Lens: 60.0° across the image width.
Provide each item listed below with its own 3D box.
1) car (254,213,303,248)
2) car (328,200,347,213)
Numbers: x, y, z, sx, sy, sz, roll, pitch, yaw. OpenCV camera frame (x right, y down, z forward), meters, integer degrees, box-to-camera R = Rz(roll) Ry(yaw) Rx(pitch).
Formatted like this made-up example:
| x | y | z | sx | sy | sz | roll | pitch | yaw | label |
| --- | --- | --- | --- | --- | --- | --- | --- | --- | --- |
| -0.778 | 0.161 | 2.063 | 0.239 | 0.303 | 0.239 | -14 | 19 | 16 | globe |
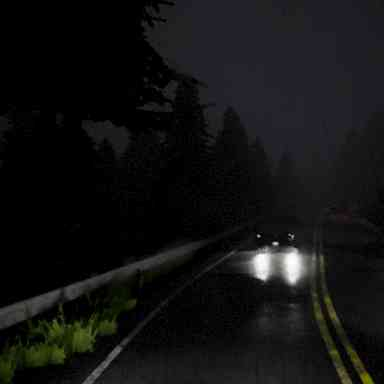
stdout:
| x | y | z | sx | sy | sz | roll | pitch | yaw | label |
| --- | --- | --- | --- | --- | --- | --- | --- | --- | --- |
| 4.281 | 1.709 | 15.908 | 2.033 | 1.411 | 5.357 | -1 | -1 | 21 | car |
| 17.413 | 1.714 | 39.689 | 2.128 | 1.511 | 4.902 | -2 | -1 | 23 | car |
